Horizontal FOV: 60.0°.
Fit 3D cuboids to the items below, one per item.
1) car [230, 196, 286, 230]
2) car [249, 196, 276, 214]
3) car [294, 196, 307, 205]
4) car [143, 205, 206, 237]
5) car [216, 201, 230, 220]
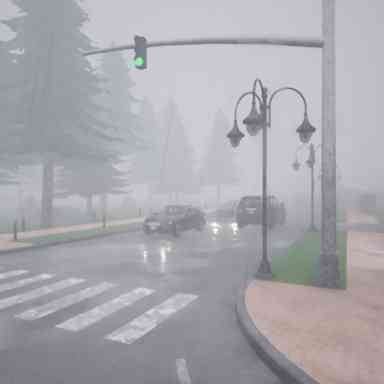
[{"bbox_3d":[4.524,1.259,21.285,2.150,2.045,5.566,0,0,25],"label":"car"},{"bbox_3d":[7.930,1.367,37.147,2.097,1.767,4.553,0,0,24],"label":"car"},{"bbox_3d":[19.049,1.541,58.596,1.837,1.490,4.892,1,0,12],"label":"car"},{"bbox_3d":[-0.839,1.494,18.282,2.128,1.511,4.902,0,0,25],"label":"car"},{"bbox_3d":[3.587,1.487,27.740,1.882,1.535,5.008,0,0,25],"label":"car"}]
